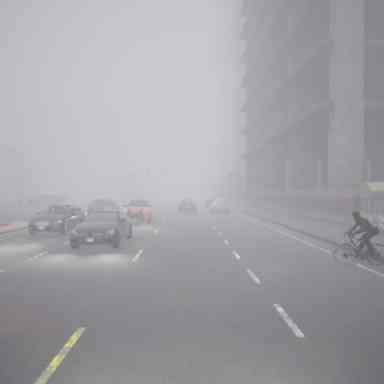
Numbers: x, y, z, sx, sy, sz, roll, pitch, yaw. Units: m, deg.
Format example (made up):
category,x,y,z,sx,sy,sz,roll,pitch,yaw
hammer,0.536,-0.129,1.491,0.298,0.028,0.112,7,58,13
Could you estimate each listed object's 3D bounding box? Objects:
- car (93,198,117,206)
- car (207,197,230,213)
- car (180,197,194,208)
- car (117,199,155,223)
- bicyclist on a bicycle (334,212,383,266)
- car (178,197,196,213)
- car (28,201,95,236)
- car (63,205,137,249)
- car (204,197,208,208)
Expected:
category,x,y,z,sx,sy,sz,roll,pitch,yaw
car,-7.427,1.344,27.706,2.097,1.767,4.553,0,0,-1
car,3.026,1.513,36.714,1.812,1.442,4.674,0,0,-1
car,-0.738,1.461,48.562,1.882,1.535,5.008,0,0,0
car,-3.971,1.344,25.042,2.097,1.767,4.553,0,0,-1
bicyclist on a bicycle,5.032,1.408,9.879,1.656,1.620,0.582,0,0,-1
car,-0.517,1.552,37.504,1.994,1.385,4.181,0,0,-1
car,-7.374,1.486,18.658,2.128,1.511,4.902,0,0,-1
car,-3.808,1.521,14.642,1.812,1.442,4.674,0,0,-1
car,2.811,1.488,49.274,1.837,1.490,4.892,0,0,-1
